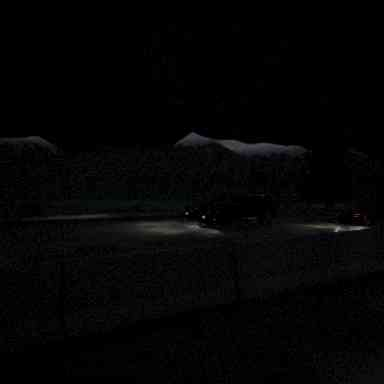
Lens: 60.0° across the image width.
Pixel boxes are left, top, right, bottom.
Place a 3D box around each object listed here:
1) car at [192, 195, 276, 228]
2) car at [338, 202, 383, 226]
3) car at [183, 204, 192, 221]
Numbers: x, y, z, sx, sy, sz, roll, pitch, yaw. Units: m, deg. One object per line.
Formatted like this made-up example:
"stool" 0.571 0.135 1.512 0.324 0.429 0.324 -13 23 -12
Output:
"car" 3.136 1.221 22.388 5.566 2.045 2.150 0 0 -30
"car" 12.506 1.474 23.414 5.008 1.535 1.882 0 0 -26
"car" 2.034 1.220 25.788 5.566 2.045 2.150 0 0 -29
